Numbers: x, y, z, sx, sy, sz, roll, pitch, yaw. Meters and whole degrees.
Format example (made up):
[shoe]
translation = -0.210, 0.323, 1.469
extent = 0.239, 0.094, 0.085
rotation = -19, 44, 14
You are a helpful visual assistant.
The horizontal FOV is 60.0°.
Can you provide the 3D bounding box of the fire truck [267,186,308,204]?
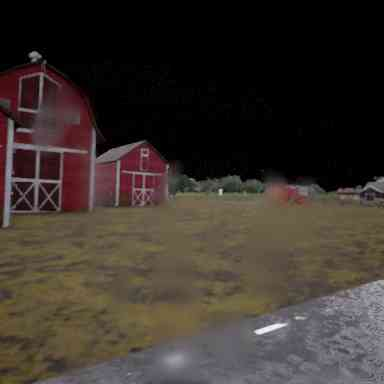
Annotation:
[fire truck]
translation = 19.674, 0.590, 69.047
extent = 2.891, 3.827, 8.468
rotation = 3, -1, -35
